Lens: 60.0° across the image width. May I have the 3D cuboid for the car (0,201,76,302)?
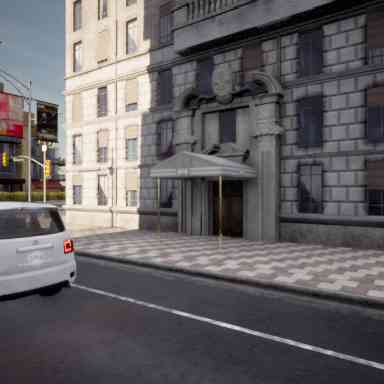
[{"bbox_3d":[-4.924,1.221,7.395,5.566,2.045,2.150,0,0,35],"label":"car"}]
